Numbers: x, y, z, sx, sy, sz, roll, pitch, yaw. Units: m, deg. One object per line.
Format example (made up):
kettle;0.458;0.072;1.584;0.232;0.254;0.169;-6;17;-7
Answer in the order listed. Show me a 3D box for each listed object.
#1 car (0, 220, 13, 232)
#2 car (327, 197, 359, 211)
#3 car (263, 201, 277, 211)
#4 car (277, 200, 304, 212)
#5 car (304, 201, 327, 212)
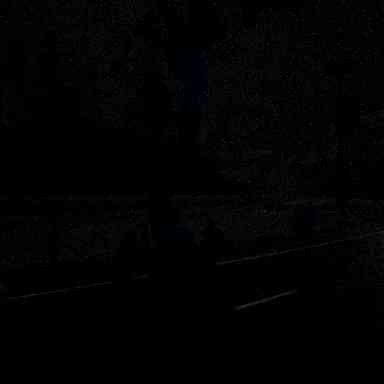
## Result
car;-10.272;1.736;13.950;4.902;1.511;2.128;0;-1;-35
car;19.144;1.599;41.487;2.150;2.045;5.566;-1;-1;39
car;12.637;2.075;50.143;2.033;1.411;5.357;-1;-1;38
car;14.184;1.950;46.516;1.882;1.535;5.008;-1;-1;38
car;17.233;1.908;44.707;1.882;1.535;5.008;-1;-1;39
